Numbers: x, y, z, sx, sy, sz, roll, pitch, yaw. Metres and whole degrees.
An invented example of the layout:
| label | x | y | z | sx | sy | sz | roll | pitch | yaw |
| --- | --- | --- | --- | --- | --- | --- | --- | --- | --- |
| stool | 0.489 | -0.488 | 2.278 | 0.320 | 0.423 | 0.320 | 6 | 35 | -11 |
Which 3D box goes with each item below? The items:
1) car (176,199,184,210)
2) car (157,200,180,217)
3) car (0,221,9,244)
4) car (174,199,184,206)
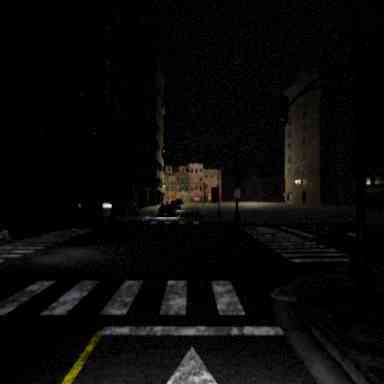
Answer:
| label | x | y | z | sx | sy | sz | roll | pitch | yaw |
| --- | --- | --- | --- | --- | --- | --- | --- | --- | --- |
| car | -2.722 | 2.078 | 52.566 | 1.837 | 1.490 | 4.892 | 0 | 0 | 0 |
| car | -2.755 | 1.939 | 36.987 | 2.033 | 1.411 | 5.357 | 0 | -1 | 0 |
| car | -10.110 | 1.363 | 12.680 | 5.566 | 2.045 | 2.150 | 0 | -1 | 0 |
| car | -2.617 | 2.149 | 68.761 | 1.837 | 1.490 | 4.892 | 0 | -1 | 0 |
